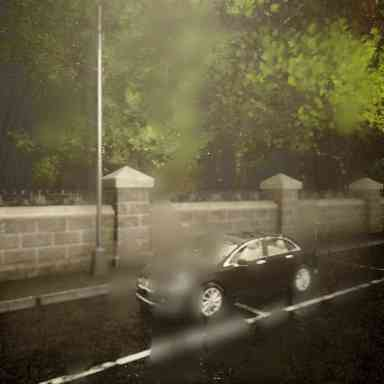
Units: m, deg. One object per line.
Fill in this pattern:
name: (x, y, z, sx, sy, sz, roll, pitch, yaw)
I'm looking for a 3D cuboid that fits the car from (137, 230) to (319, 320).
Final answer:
car: (0.949, 1.560, 7.223, 4.403, 1.369, 2.008, 0, 0, -35)
